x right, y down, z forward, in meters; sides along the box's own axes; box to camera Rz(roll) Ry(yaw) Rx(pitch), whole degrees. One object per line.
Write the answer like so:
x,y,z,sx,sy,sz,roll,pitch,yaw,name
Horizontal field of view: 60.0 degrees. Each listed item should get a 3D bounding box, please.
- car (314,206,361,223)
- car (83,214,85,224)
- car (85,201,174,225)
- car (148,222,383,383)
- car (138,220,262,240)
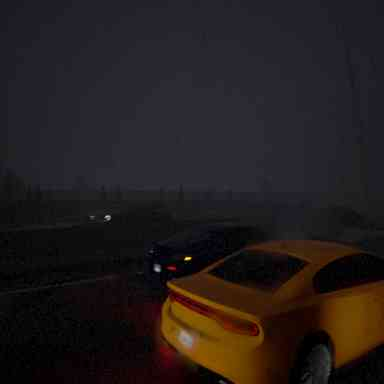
10.527,1.696,24.332,4.181,1.385,1.994,2,-1,-35,car
-4.678,1.498,22.132,5.008,1.535,1.882,0,0,-35,car
-3.312,1.371,18.806,4.553,1.767,2.097,0,0,-35,car
1.951,1.488,5.138,5.008,1.535,1.882,0,0,-36,car
1.098,1.540,8.830,4.674,1.442,1.812,0,0,-36,car
